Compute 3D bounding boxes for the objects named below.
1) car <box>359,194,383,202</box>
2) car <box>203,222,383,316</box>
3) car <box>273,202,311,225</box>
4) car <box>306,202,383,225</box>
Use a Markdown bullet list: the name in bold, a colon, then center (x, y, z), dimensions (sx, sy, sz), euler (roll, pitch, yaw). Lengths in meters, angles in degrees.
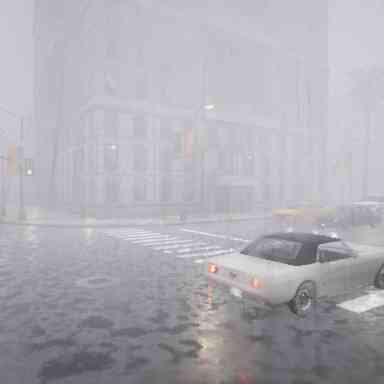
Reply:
- **car**: center (16.400, 1.221, 29.483), dimensions (5.566, 2.045, 2.150), euler (0, 0, -33)
- **car**: center (2.666, 1.600, 7.505), dimensions (4.718, 1.301, 1.895), euler (0, 0, -34)
- **car**: center (7.935, 1.478, 23.831), dimensions (5.008, 1.535, 1.882), euler (0, 0, -34)
- **car**: center (9.871, 1.547, 20.919), dimensions (5.357, 1.411, 2.033), euler (0, 0, -34)
